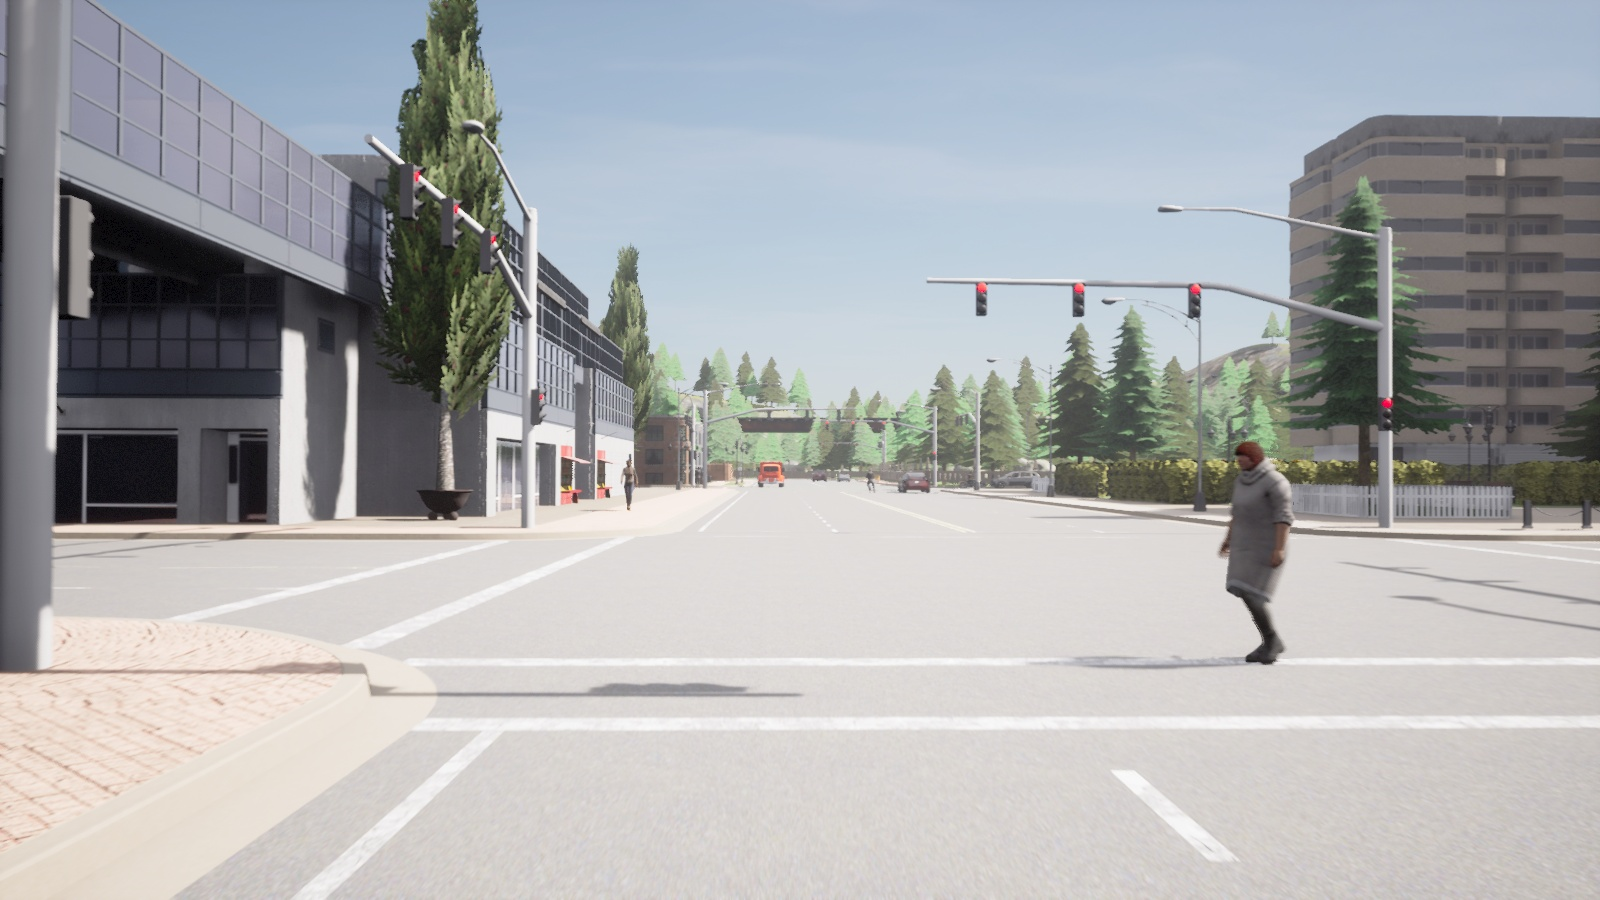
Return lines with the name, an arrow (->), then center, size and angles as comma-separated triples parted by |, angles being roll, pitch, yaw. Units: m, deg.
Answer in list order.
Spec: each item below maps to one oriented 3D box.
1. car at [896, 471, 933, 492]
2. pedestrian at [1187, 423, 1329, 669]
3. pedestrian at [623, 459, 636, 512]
car -> 8.357, 2.322, 92.082 | 2.163, 1.488, 4.792 | 0, -1, -1
pedestrian -> 3.779, 0.769, 10.400 | 0.873, 1.952, 0.659 | 0, -1, -14
pedestrian -> -5.891, 1.223, 43.383 | 0.328, 1.805, 0.869 | 0, -1, -2
